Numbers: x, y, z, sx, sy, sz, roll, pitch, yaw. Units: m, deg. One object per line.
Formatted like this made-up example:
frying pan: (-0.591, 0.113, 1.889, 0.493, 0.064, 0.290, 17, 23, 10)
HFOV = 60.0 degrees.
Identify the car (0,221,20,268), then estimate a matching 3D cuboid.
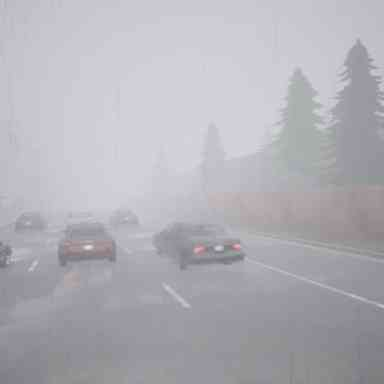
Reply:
car: (-6.631, 1.865, 9.589, 2.033, 1.411, 5.357, -1, -1, -19)

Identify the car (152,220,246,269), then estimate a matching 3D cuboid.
car: (-0.038, 1.719, 11.936, 2.033, 1.411, 5.357, -1, -1, -19)

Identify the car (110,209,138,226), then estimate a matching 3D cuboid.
car: (-5.852, 2.125, 28.333, 1.994, 1.385, 4.181, -1, -1, -19)

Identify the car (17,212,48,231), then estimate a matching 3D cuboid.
car: (-12.427, 2.270, 25.928, 1.994, 1.385, 4.181, -1, -1, -19)

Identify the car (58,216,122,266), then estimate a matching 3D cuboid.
car: (-4.123, 1.863, 13.054, 1.994, 1.385, 4.181, -1, -1, -19)

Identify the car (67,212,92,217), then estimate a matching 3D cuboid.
car: (-8.870, 2.215, 26.348, 1.895, 1.301, 4.718, -1, -1, -19)
